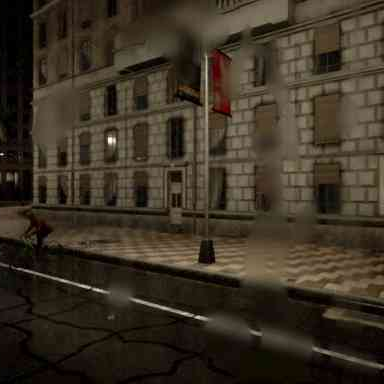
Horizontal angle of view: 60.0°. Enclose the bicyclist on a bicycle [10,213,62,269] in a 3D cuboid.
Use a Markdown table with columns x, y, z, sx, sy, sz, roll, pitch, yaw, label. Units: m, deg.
| x | y | z | sx | sy | sz | roll | pitch | yaw | label |
| --- | --- | --- | --- | --- | --- | --- | --- | --- | --- |
| -4.711 | 1.442 | 10.130 | 0.582 | 1.620 | 1.656 | 0 | 2 | 36 | bicyclist on a bicycle |
